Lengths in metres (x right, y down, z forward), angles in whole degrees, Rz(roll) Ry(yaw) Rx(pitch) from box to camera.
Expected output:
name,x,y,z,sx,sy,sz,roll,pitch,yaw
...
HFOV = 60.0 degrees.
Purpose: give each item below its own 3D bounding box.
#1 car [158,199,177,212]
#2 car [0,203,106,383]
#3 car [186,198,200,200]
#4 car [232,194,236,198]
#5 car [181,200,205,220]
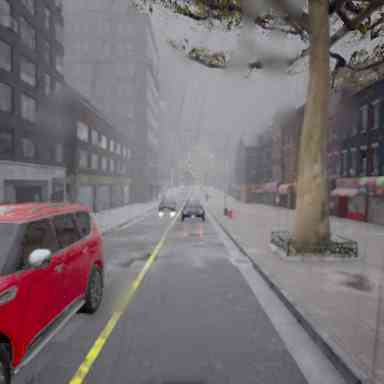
name,x,y,z,sx,sy,sz,roll,pitch,yaw
car,-2.742,1.460,38.268,2.033,1.411,5.357,0,0,1
car,-2.856,1.224,4.682,2.150,2.045,5.566,0,0,1
car,0.106,1.434,44.468,1.994,1.385,4.181,0,0,0
car,12.753,0.755,84.704,5.009,1.841,2.192,1,1,0
car,0.092,1.572,27.516,1.895,1.301,4.718,0,0,0
